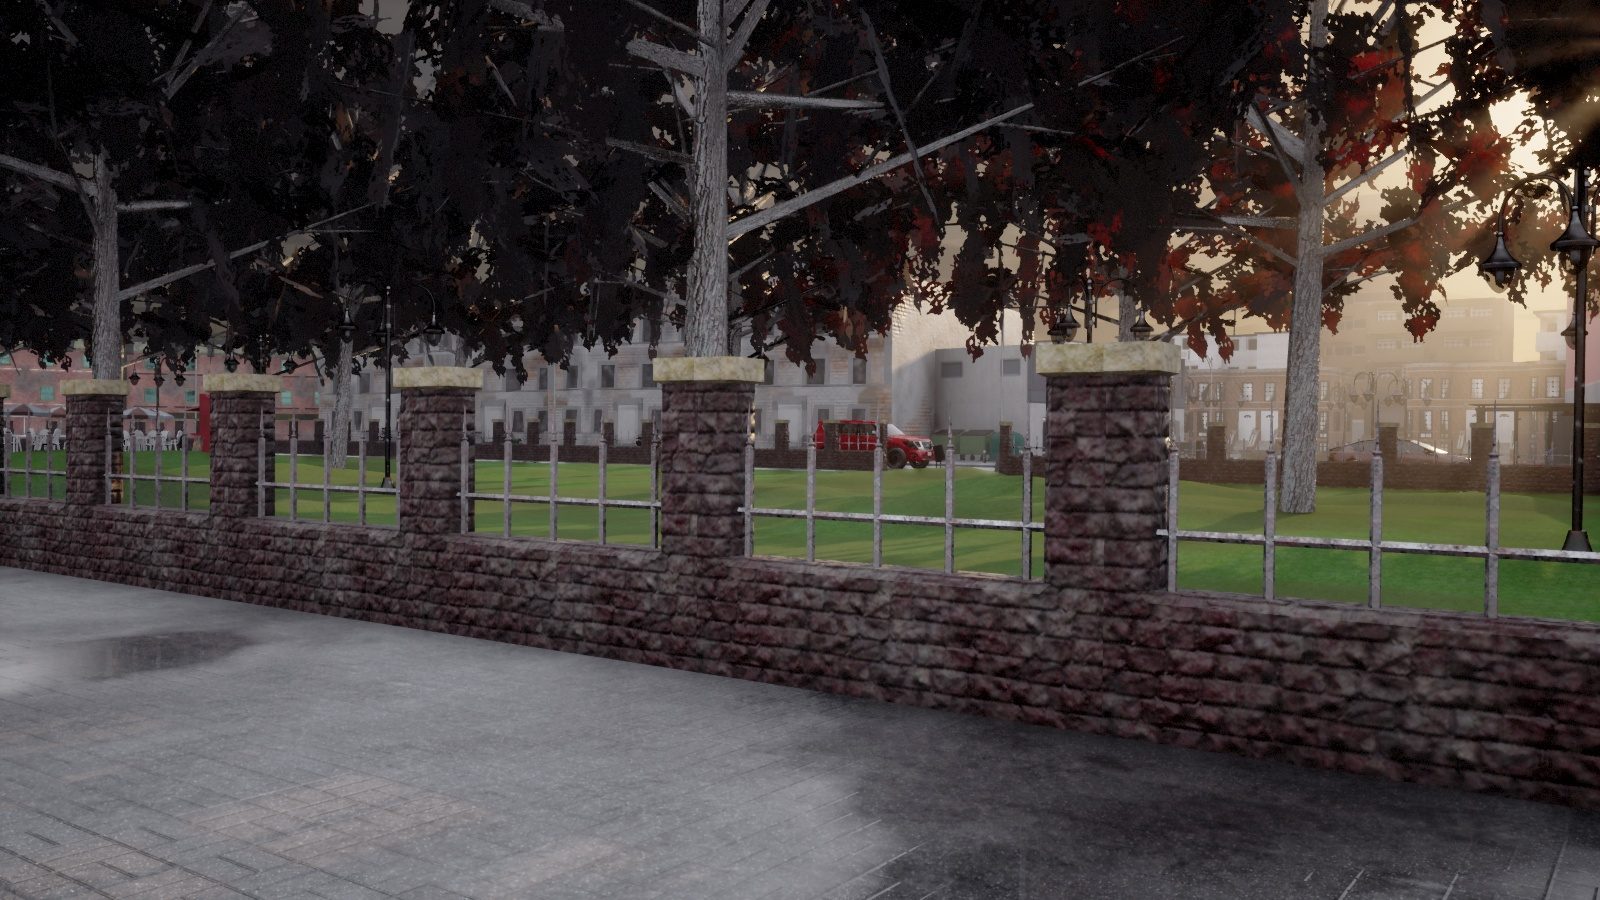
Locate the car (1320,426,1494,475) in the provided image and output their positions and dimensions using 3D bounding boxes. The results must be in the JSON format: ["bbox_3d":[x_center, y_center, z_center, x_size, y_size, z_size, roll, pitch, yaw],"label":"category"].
[{"bbox_3d":[19.728,-0.006,40.903,4.792,1.488,2.163,0,1,36],"label":"car"}]

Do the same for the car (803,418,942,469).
[{"bbox_3d":[3.007,-0.298,52.797,5.566,2.045,2.150,0,1,36],"label":"car"}]
